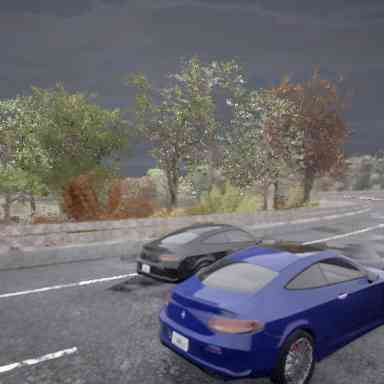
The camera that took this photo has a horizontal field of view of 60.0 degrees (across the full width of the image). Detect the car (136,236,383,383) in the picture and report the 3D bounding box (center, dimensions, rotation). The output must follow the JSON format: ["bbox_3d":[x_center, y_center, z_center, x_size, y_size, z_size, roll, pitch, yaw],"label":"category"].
[{"bbox_3d":[1.675,1.556,5.253,4.674,1.442,1.812,0,0,-38],"label":"car"}]

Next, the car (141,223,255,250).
[{"bbox_3d":[0.751,1.576,8.985,4.674,1.442,1.812,0,0,-39],"label":"car"}]
